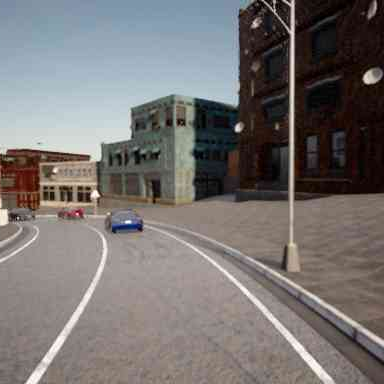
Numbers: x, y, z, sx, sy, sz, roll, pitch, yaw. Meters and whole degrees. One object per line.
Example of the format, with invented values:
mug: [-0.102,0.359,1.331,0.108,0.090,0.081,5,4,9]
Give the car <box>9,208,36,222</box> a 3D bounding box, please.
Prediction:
car: [-19.851,2.664,38.869,1.837,1.490,4.892,-2,-2,-44]

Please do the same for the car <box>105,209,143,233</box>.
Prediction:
car: [-4.478,1.782,21.572,1.994,1.385,4.181,-1,-1,-21]

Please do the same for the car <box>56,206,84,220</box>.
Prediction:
car: [-13.722,2.313,37.426,1.812,1.442,4.674,-2,-1,-39]
